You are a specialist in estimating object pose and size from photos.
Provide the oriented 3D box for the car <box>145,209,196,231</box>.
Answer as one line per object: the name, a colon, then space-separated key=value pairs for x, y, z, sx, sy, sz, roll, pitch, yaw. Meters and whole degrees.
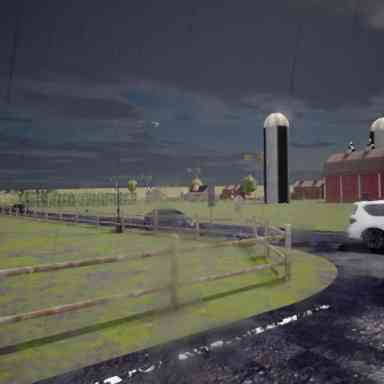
car: x=-1.595 y=1.956 z=24.100 sx=1.812 sy=1.442 sz=4.674 roll=-1 pitch=0 yaw=-44

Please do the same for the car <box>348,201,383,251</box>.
car: x=9.252 y=1.330 z=13.282 sx=5.566 sy=2.045 sz=2.150 roll=-3 pitch=-2 yaw=44

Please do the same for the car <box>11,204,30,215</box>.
car: x=-26.801 y=2.660 z=51.957 sx=1.837 sy=1.490 sz=4.892 roll=-1 pitch=0 yaw=-40
